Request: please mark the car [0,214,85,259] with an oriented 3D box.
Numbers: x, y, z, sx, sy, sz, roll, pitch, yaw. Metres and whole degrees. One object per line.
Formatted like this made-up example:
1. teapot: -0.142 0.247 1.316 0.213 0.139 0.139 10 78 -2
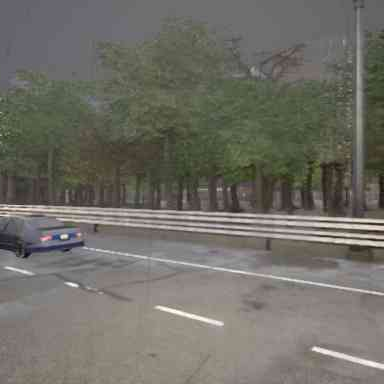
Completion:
1. car: -6.368 1.568 12.715 5.357 1.411 2.033 0 0 36
